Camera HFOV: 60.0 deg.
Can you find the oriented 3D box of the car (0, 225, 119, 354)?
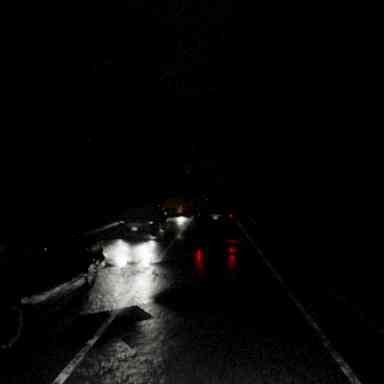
[{"bbox_3d":[-3.261,1.511,6.343,2.033,1.411,5.357,1,0,5],"label":"car"}]

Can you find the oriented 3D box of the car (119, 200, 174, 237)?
[{"bbox_3d":[-2.471,1.401,17.620,2.128,1.511,4.902,1,0,4],"label":"car"}]

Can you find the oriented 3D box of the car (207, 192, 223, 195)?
[{"bbox_3d":[2.524,1.033,36.356,2.150,2.045,5.566,1,0,4],"label":"car"}]

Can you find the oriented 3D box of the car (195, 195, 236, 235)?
[{"bbox_3d":[1.325,1.283,18.783,2.097,1.767,4.553,1,1,4],"label":"car"}]

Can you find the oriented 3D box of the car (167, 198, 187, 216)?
[{"bbox_3d":[-1.566,1.280,30.521,1.882,1.535,5.008,1,1,4],"label":"car"}]
